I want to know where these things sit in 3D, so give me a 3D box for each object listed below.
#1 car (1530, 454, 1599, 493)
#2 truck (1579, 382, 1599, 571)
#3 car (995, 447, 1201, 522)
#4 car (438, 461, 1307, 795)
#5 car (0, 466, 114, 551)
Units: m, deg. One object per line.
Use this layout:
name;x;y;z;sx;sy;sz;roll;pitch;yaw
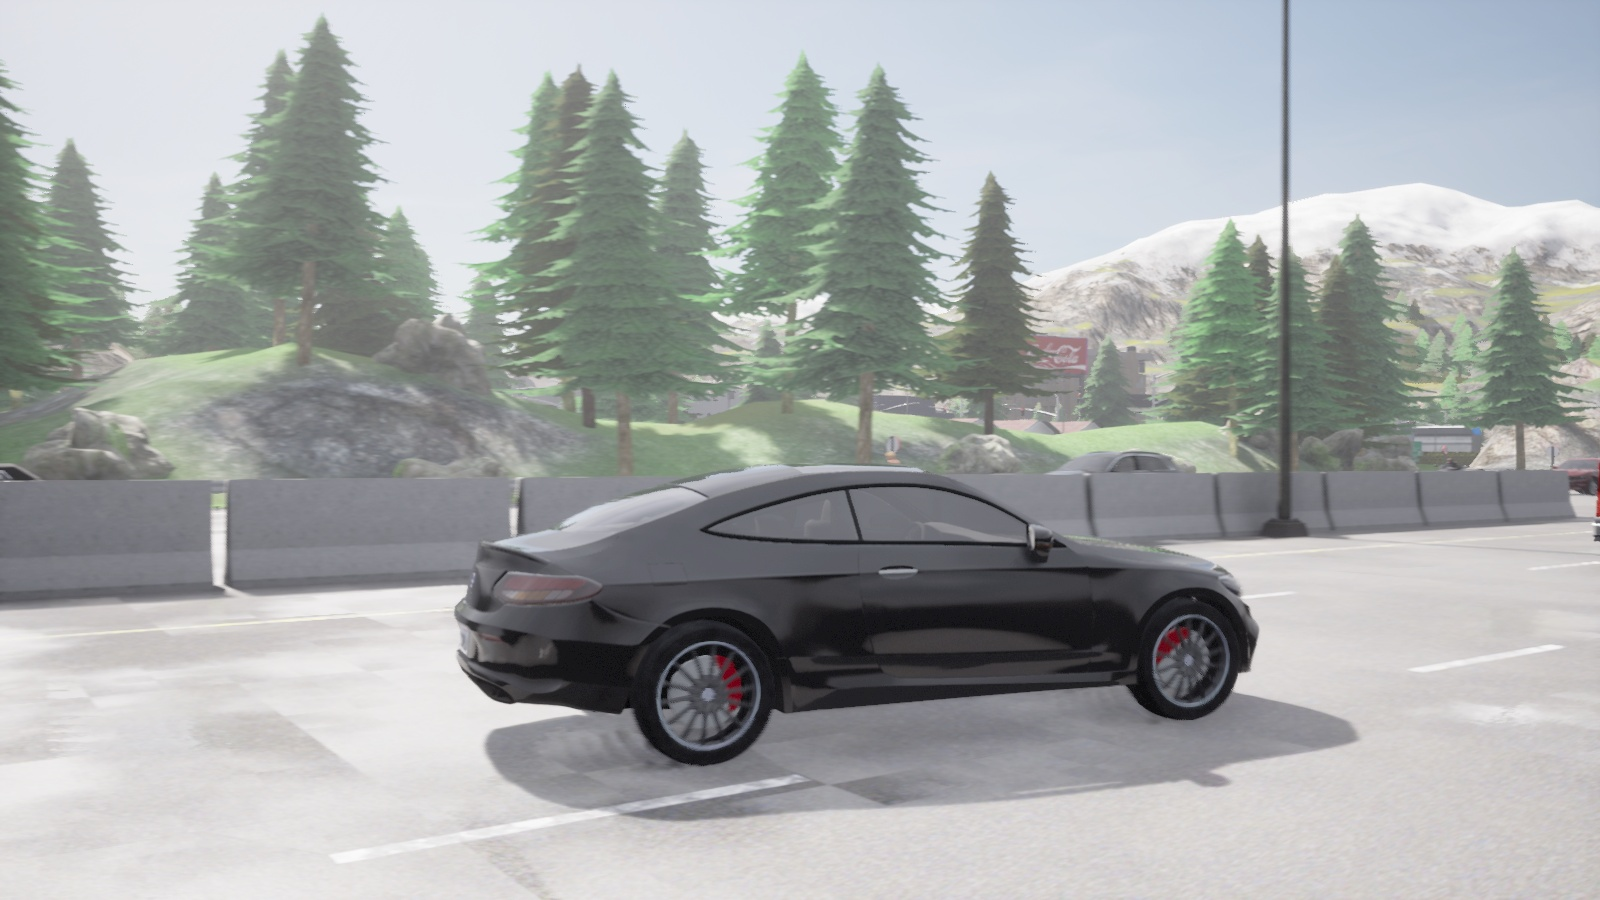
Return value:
car;32.148;0.918;51.458;5.008;1.535;1.882;0;0;-35
truck;13.184;0.328;17.051;5.204;2.467;2.627;0;0;-36
car;7.140;0.790;29.890;4.856;1.649;2.033;1;-1;-35
car;0.429;0.798;7.241;4.674;1.442;1.812;0;0;-22
car;-13.598;0.921;19.779;4.718;1.301;1.895;0;0;-35
